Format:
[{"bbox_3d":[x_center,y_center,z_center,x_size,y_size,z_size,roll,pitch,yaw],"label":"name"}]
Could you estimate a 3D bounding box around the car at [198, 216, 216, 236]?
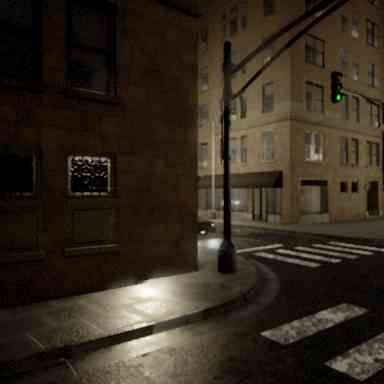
[{"bbox_3d":[-1.015,1.524,17.978,2.033,1.411,5.357,0,0,-36],"label":"car"}]
